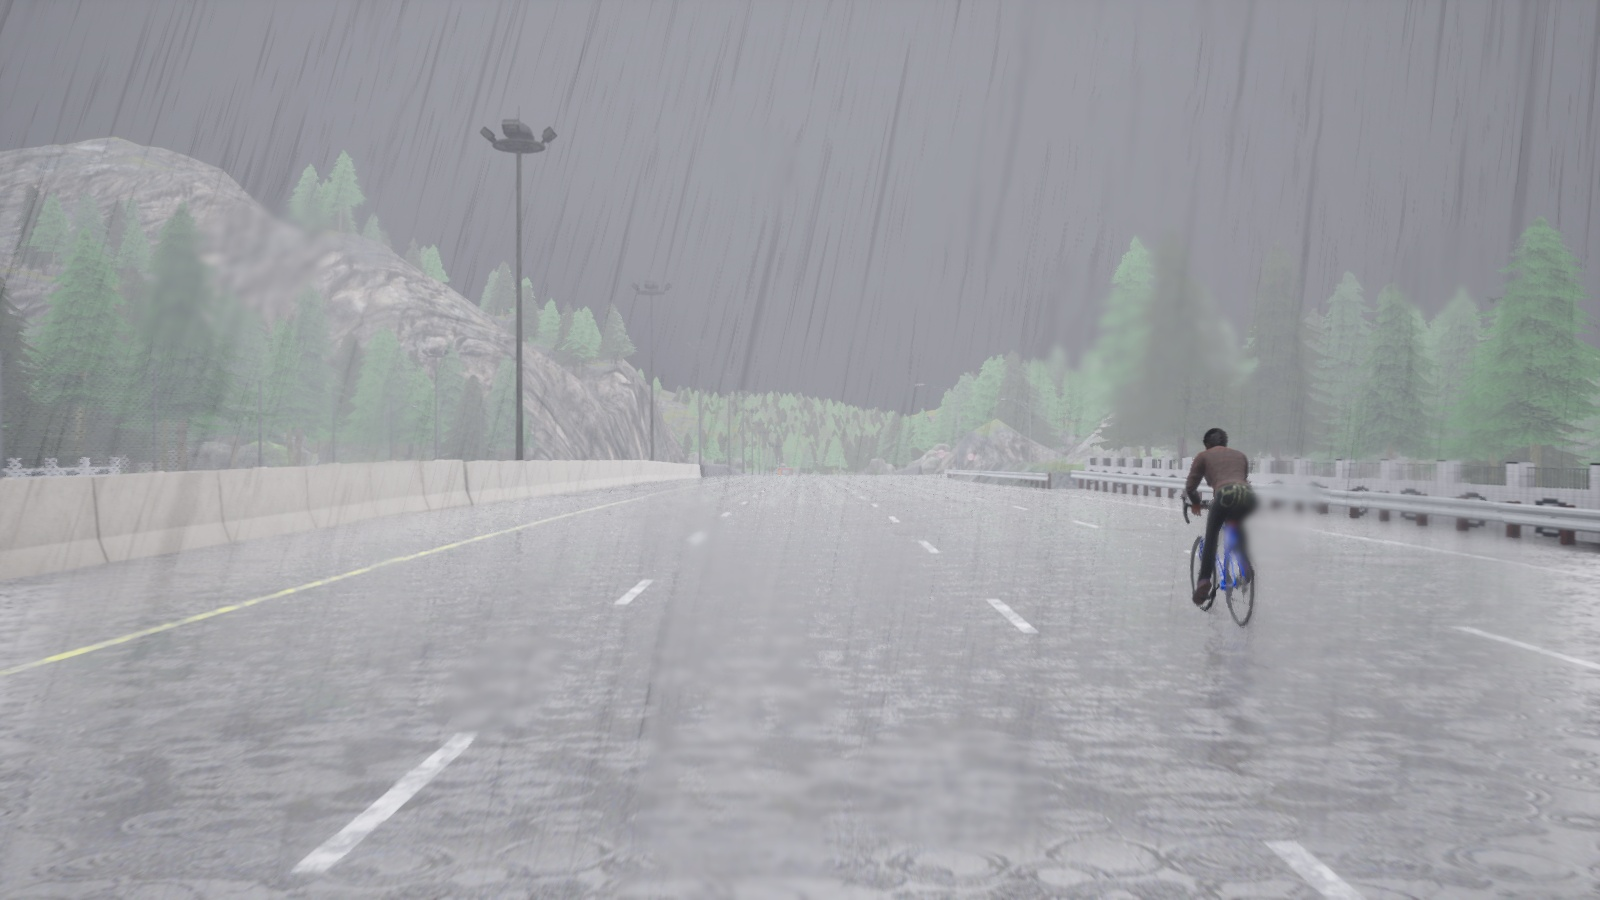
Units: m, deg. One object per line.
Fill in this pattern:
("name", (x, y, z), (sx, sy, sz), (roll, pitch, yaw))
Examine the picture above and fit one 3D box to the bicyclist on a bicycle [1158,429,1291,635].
("bicyclist on a bicycle", (3.576, 0.645, 10.717), (0.582, 1.620, 1.656), (0, 0, 0))
